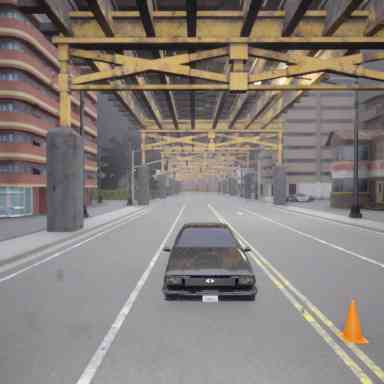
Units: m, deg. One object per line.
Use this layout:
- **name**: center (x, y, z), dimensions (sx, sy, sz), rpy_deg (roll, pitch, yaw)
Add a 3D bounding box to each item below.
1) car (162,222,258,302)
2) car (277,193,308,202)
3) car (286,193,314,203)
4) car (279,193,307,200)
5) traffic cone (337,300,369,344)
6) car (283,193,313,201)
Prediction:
- **car**: center (0.364, 1.534, 8.684), dimensions (2.033, 1.411, 5.357), rpy_deg (0, 0, 1)
- **car**: center (17.829, 0.960, 58.949), dimensions (4.974, 1.542, 2.038), rpy_deg (0, 1, 25)
- **car**: center (17.480, 1.007, 54.792), dimensions (4.974, 1.542, 2.038), rpy_deg (0, 1, -20)
- **car**: center (17.876, 0.802, 58.925), dimensions (4.536, 1.218, 1.853), rpy_deg (0, 1, 25)
- **traffic cone**: center (2.455, 1.949, 5.076), dimensions (0.340, 0.580, 0.340), rpy_deg (0, 0, 0)
- **car**: center (17.529, 0.849, 54.808), dimensions (4.536, 1.218, 1.853), rpy_deg (0, 1, -20)
